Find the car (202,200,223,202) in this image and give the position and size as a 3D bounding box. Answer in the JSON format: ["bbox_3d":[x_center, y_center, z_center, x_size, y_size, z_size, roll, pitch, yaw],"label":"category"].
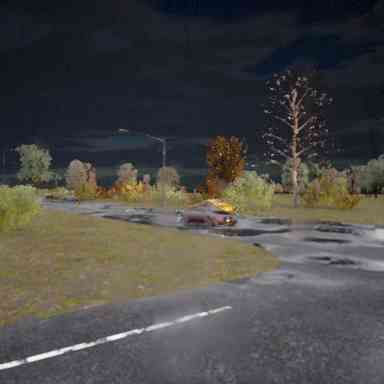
[{"bbox_3d":[1.819,1.503,33.075,1.882,1.535,5.008,0,0,-37],"label":"car"}]

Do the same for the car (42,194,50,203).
[{"bbox_3d":[-28.897,1.291,62.907,2.128,1.511,4.902,0,0,-32],"label":"car"}]

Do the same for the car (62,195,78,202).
[{"bbox_3d":[-25.143,1.323,68.511,2.033,1.411,5.357,0,0,-37],"label":"car"}]

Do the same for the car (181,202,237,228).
[{"bbox_3d":[1.072,1.595,22.500,1.994,1.385,4.181,0,0,-37],"label":"car"}]

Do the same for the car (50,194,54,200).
[{"bbox_3d":[-35.945,1.141,82.709,1.882,1.535,5.008,0,0,-37],"label":"car"}]
